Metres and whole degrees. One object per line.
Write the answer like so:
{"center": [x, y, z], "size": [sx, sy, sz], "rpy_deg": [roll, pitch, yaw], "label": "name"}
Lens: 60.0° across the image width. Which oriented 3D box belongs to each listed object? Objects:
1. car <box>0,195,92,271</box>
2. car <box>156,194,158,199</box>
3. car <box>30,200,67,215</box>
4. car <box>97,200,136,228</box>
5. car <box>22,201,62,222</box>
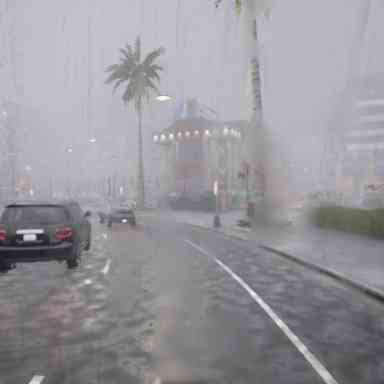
{"center": [-4.771, 1.276, 11.359], "size": [2.150, 2.045, 5.566], "rpy_deg": [0, 0, -11], "label": "car"}
{"center": [-6.504, 1.579, 67.845], "size": [4.674, 1.452, 2.002], "rpy_deg": [0, 0, 28], "label": "car"}
{"center": [-16.128, 1.663, 37.250], "size": [4.902, 1.511, 2.128], "rpy_deg": [-1, 0, 44], "label": "car"}
{"center": [-5.308, 1.580, 23.158], "size": [1.837, 1.490, 4.892], "rpy_deg": [0, 0, -26], "label": "car"}
{"center": [-13.324, 1.631, 29.288], "size": [2.128, 1.511, 4.902], "rpy_deg": [0, 0, -38], "label": "car"}
